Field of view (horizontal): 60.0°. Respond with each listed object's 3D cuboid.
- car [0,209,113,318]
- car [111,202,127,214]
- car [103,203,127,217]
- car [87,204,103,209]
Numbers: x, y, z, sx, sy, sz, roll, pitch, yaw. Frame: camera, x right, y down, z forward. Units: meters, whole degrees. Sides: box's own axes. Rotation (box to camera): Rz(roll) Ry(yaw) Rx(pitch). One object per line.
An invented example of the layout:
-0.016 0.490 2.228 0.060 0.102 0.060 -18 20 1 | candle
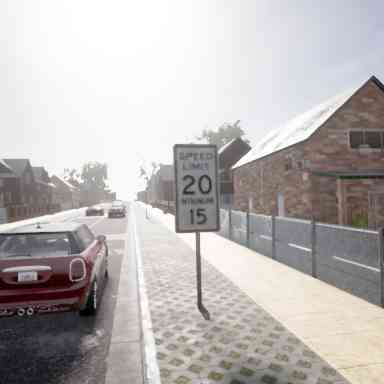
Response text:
-3.117 1.455 7.632 2.097 1.767 4.553 -1 -1 -10 | car
-10.465 2.256 48.095 2.033 1.411 5.357 -1 -1 -10 | car
-8.599 2.094 38.125 2.033 1.411 5.357 -1 -1 -10 | car
-12.127 2.232 41.861 1.994 1.385 4.181 -1 -1 -10 | car
